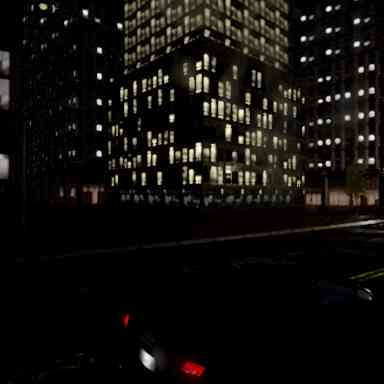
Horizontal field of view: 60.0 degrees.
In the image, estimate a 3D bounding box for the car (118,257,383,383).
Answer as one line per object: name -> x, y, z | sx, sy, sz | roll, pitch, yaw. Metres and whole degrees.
car -> 1.195, 1.590, 4.367 | 4.181, 1.385, 1.994 | 0, 0, -36
